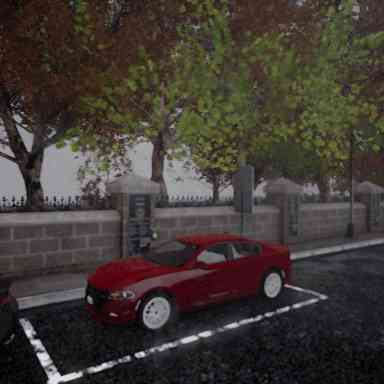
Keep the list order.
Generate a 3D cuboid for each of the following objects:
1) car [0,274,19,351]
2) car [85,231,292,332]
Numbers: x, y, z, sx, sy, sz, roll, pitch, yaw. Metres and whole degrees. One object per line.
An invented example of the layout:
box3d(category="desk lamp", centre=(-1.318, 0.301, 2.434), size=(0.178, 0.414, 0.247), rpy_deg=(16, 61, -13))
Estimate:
box3d(category="car", centre=(-4.339, 1.550, 3.558), size=(4.403, 1.369, 2.008), rpy_deg=(0, 0, -36))
box3d(category="car", centre=(0.141, 1.548, 6.817), size=(4.507, 1.381, 1.887), rpy_deg=(0, 0, -36))
